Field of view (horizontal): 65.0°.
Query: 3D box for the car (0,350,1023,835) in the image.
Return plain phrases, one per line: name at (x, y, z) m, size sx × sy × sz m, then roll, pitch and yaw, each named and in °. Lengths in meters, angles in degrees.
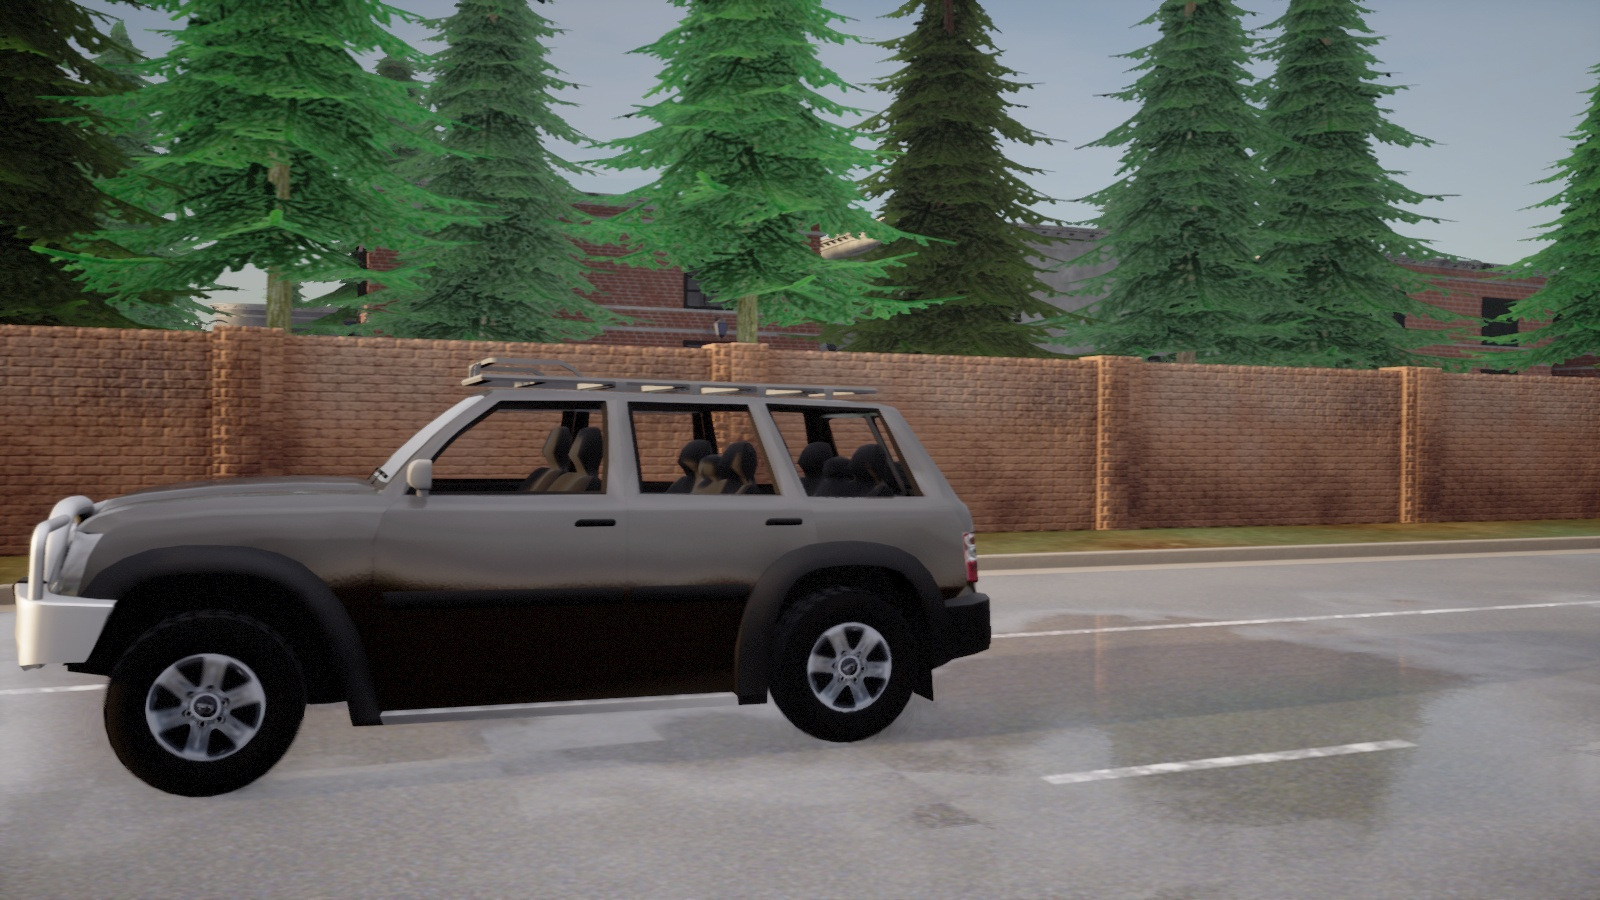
car at (-1.364, 0.524, 6.462) m, size 4.605 × 1.855 × 1.932 m, roll 0°, pitch 1°, yaw -21°
